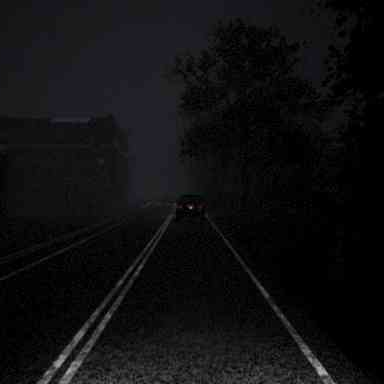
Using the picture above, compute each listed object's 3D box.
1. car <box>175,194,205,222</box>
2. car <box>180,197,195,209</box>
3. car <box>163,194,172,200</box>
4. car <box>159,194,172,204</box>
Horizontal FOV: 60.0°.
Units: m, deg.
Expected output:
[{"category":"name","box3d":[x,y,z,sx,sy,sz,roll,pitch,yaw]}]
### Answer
[{"category":"car","box3d":[-0.149,1.182,26.027,2.150,2.045,5.566,0,0,-1]},{"category":"car","box3d":[-0.690,1.433,45.694,2.033,1.411,5.357,0,0,-2]},{"category":"car","box3d":[-5.299,1.113,73.535,1.895,1.301,4.718,0,1,-3]},{"category":"car","box3d":[-4.587,1.273,57.841,1.837,1.490,4.892,0,1,-2]}]
